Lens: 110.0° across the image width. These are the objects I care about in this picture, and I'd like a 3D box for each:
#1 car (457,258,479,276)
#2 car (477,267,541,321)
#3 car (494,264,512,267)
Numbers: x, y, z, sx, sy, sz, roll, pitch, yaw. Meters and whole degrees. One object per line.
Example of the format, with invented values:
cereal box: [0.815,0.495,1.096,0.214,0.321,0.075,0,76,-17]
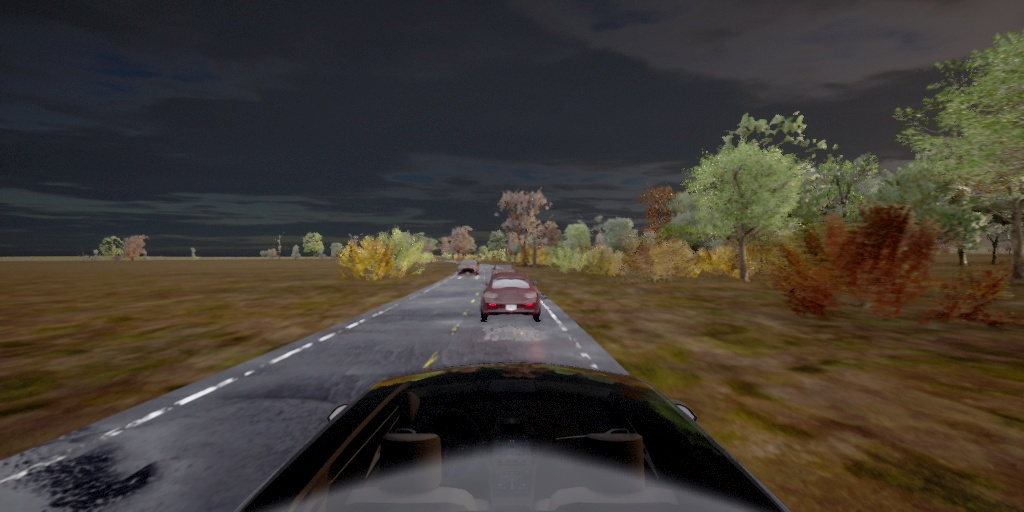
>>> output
car: [-4.466,1.108,37.158,2.097,1.767,4.553,0,0,-4]
car: [-0.072,1.274,12.331,1.812,1.442,4.674,0,0,-1]
car: [-0.785,1.351,30.090,1.895,1.301,4.718,0,0,-3]
